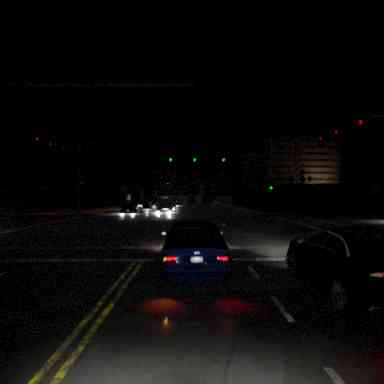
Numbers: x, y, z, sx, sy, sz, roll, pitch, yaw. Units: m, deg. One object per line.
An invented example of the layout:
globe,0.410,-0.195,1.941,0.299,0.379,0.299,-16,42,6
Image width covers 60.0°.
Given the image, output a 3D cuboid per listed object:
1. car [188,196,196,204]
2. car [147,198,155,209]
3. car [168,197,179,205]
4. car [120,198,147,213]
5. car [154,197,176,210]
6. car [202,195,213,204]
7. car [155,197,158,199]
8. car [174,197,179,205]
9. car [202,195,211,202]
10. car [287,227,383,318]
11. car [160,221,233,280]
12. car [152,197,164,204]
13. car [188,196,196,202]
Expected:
car,-0.012,1.787,72.133,2.033,1.411,5.357,0,0,0
car,-7.101,1.681,49.725,1.837,1.490,4.892,0,0,0
car,-3.532,1.734,64.693,1.837,1.490,4.892,0,0,0
car,-7.148,1.690,40.082,2.033,1.411,5.357,0,0,2
car,-3.606,1.762,45.329,1.895,1.301,4.718,0,0,0
car,3.488,1.601,72.424,2.097,1.767,4.553,0,0,0
car,-7.073,1.759,59.524,2.033,1.411,5.357,0,0,0
car,-3.593,1.686,54.647,2.128,1.511,4.902,0,0,0
car,3.486,1.520,82.380,2.097,1.767,4.553,0,0,0
car,3.585,1.519,7.445,2.128,1.511,4.902,0,0,0
car,0.037,1.584,10.035,2.033,1.411,5.357,0,0,-2
car,-7.012,1.799,69.443,1.994,1.385,4.181,0,0,0
car,-0.014,1.717,82.407,1.994,1.385,4.181,0,0,0
